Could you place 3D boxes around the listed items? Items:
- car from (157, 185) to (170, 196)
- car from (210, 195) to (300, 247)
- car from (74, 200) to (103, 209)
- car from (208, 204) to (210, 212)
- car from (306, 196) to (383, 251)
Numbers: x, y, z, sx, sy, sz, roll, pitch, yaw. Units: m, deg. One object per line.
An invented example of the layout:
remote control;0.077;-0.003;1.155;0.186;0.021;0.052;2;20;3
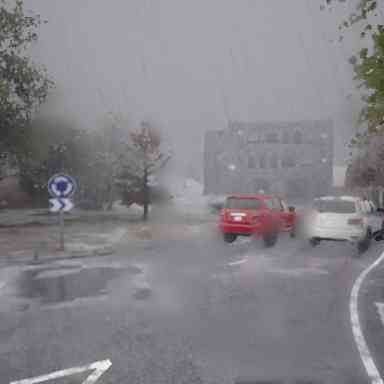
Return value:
car;-5.880;-0.400;68.970;2.150;2.045;5.566;0;6;3
car;3.264;1.189;15.282;2.150;2.045;5.566;0;-1;33
car;-14.031;1.630;42.942;4.718;1.301;1.895;0;0;-3
car;3.417;1.434;33.949;2.128;1.511;4.902;0;0;-27
car;6.749;1.201;14.354;2.150;2.045;5.566;0;0;38
